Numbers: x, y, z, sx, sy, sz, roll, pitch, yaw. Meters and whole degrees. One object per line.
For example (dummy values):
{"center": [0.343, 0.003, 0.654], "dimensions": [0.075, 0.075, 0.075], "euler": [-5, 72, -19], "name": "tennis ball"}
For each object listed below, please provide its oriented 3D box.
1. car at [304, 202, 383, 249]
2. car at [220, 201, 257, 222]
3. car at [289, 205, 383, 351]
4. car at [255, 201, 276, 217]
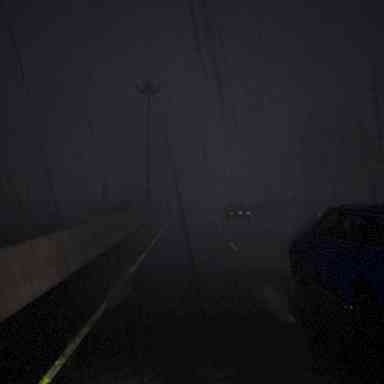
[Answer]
{"center": [7.099, 1.399, 15.629], "dimensions": [2.097, 1.767, 4.553], "euler": [0, 0, 0], "name": "car"}
{"center": [3.518, 1.630, 27.378], "dimensions": [2.033, 1.411, 5.357], "euler": [0, 0, -2], "name": "car"}
{"center": [3.598, 1.241, 6.362], "dimensions": [2.150, 2.045, 5.566], "euler": [0, 0, 0], "name": "car"}
{"center": [6.735, 1.590, 32.680], "dimensions": [2.128, 1.511, 4.902], "euler": [0, 0, -4], "name": "car"}
